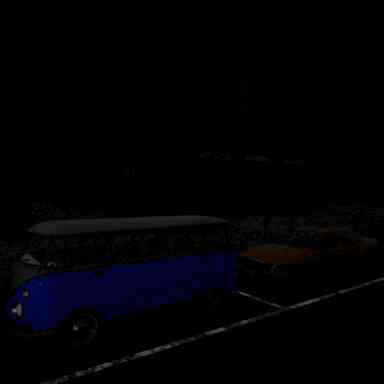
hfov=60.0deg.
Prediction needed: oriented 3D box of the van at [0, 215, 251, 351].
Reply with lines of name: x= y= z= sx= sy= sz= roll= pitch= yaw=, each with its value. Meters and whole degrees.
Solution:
van: x=-1.042 y=1.341 z=5.903 sx=3.998 sy=1.788 sz=1.690 roll=0 pitch=0 yaw=-35

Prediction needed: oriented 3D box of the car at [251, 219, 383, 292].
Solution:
car: x=3.253 y=1.526 z=8.953 sx=4.829 sy=1.417 sz=1.752 roll=0 pitch=0 yaw=-35
